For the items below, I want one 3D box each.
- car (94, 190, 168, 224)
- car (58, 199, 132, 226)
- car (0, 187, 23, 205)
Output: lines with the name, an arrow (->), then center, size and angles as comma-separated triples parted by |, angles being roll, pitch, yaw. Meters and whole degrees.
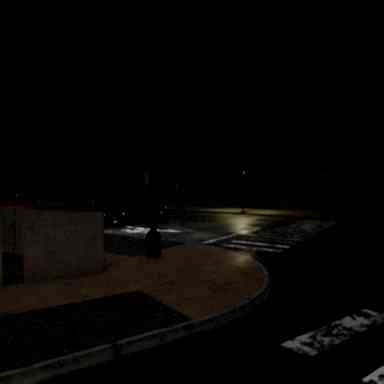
car -> -4.231, 0.895, 22.219 | 5.566, 2.045, 2.150 | 1, 1, 32
car -> -6.114, 1.305, 19.585 | 4.718, 1.301, 1.895 | 1, 1, 32
car -> -23.425, 0.447, 41.285 | 5.566, 2.045, 2.150 | 1, 1, 30
